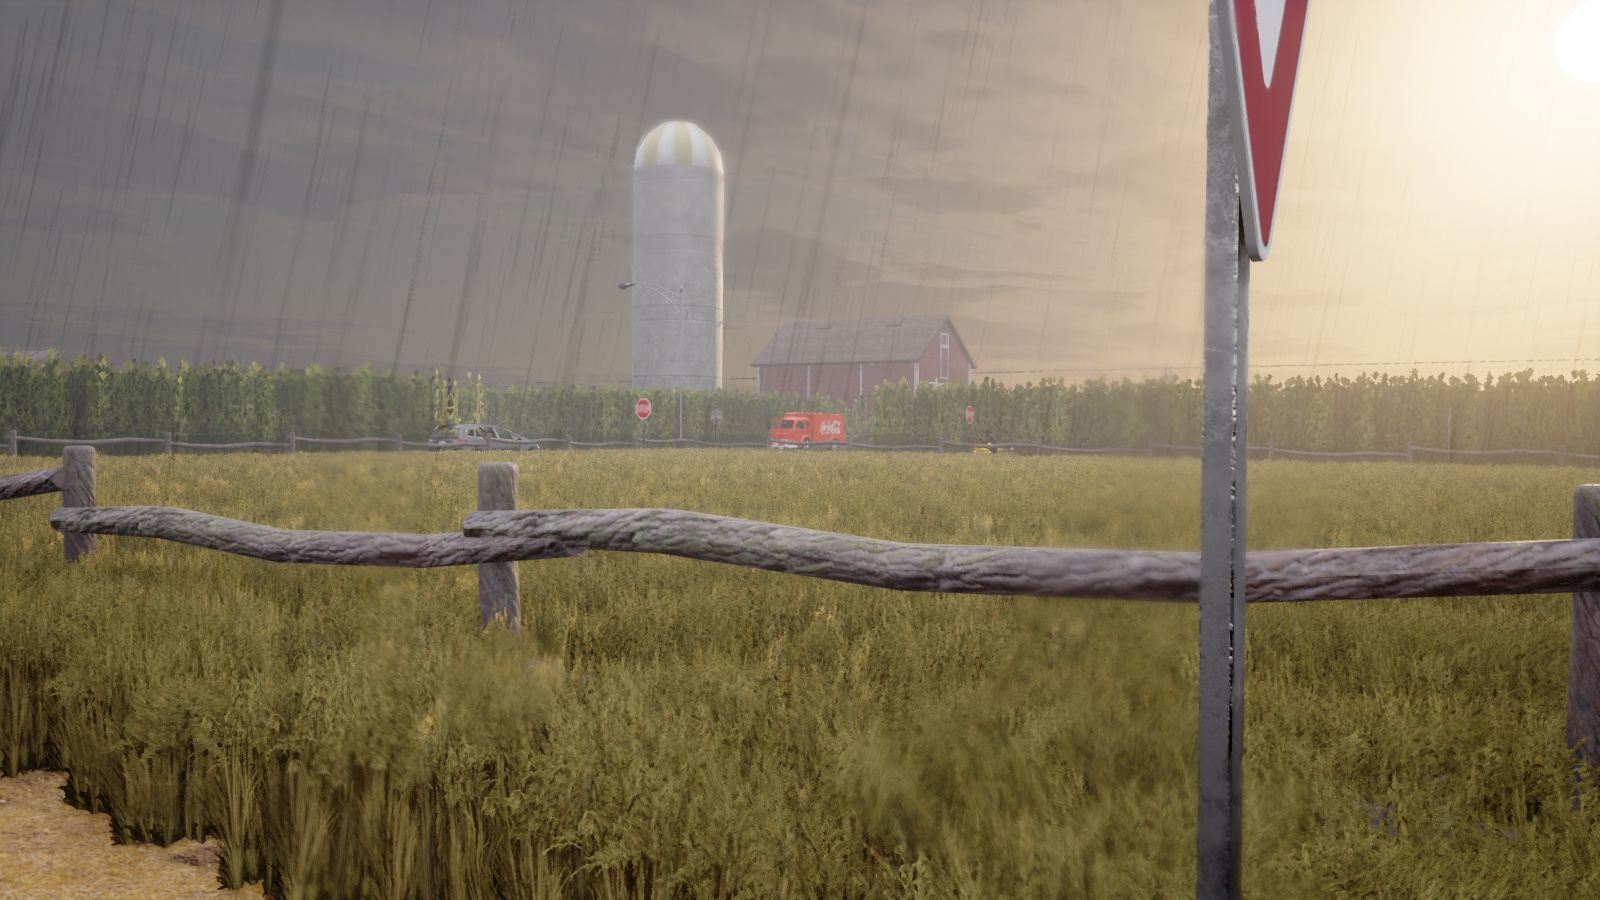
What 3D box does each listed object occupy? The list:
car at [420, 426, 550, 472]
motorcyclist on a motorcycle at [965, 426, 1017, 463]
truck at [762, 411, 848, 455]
[{"bbox_3d":[-12.292,-0.059,49.266,2.242,1.667,4.611,0,1,34],"label":"car"},{"bbox_3d":[8.071,-0.240,53.095,2.044,1.523,0.797,1,1,34],"label":"motorcyclist on a motorcycle"},{"bbox_3d":[0.344,-0.960,73.733,2.627,2.467,5.204,0,0,34],"label":"truck"}]
